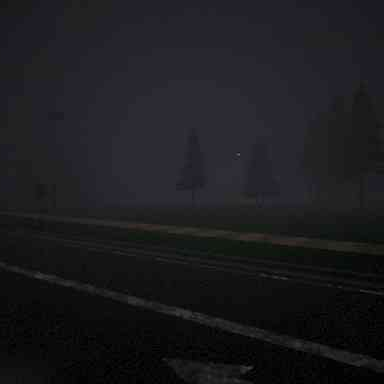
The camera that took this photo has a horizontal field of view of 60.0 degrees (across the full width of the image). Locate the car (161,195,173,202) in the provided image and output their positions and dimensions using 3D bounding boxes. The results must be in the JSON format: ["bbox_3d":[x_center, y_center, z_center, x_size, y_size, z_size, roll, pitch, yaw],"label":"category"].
[{"bbox_3d":[-4.144,1.388,74.986,1.837,1.490,4.892,0,0,35],"label":"car"}]

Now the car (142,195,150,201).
[{"bbox_3d":[-9.884,1.388,78.992,1.837,1.490,4.892,0,0,35],"label":"car"}]

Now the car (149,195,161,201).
[{"bbox_3d":[-7.031,1.483,76.964,1.895,1.301,4.718,0,0,35],"label":"car"}]

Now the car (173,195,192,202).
[{"bbox_3d":[-1.273,1.365,72.983,1.882,1.535,5.008,0,0,35],"label":"car"}]
